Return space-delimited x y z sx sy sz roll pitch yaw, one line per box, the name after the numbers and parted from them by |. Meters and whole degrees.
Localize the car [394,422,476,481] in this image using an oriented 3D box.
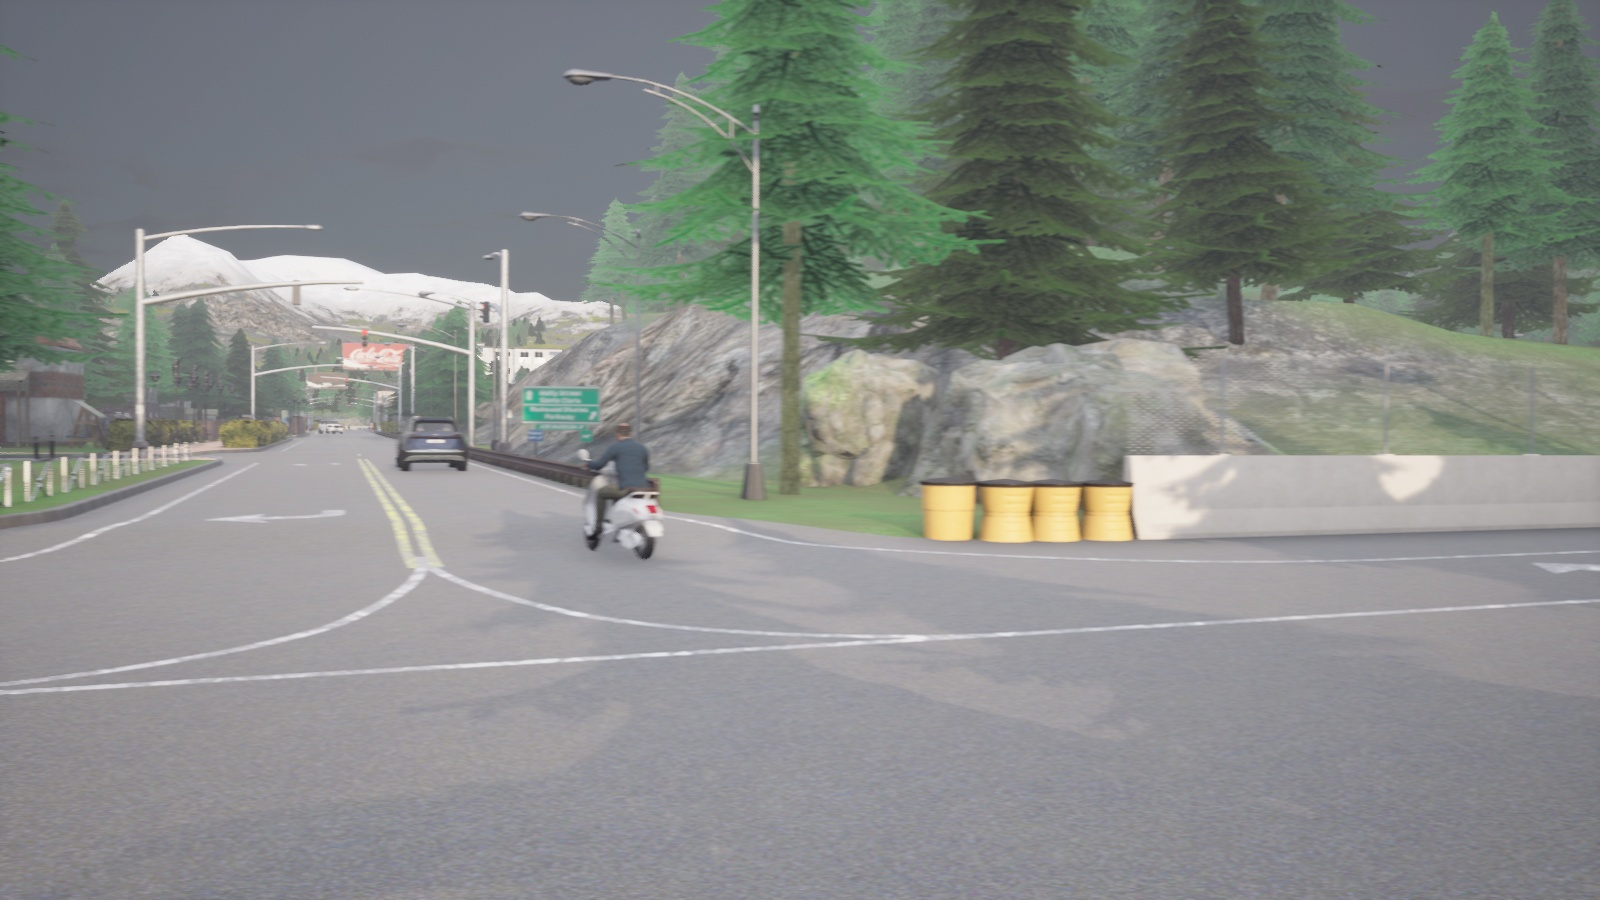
-11.176 0.020 38.230 2.033 1.649 4.856 -1 1 -20 | car

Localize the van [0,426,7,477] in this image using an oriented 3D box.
-33.651 0.098 48.731 4.480 2.038 2.069 -1 1 -20 | van

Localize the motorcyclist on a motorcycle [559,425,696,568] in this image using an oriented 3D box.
-2.091 0.518 15.023 0.866 1.590 1.817 1 0 -36 | motorcyclist on a motorcycle
